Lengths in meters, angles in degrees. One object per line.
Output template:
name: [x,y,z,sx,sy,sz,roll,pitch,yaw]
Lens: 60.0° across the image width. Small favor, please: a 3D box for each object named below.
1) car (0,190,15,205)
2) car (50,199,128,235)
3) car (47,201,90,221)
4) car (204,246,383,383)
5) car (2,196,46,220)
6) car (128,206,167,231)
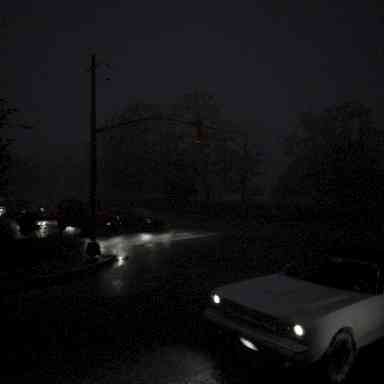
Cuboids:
car: [-26.189,0.754,46.274,2.150,2.045,5.566,1,1,-44]
car: [-6.791,1.509,21.431,2.150,2.045,5.566,1,0,-45]
car: [-11.715,1.681,31.433,1.882,1.535,5.008,1,1,-44]
car: [2.522,1.694,5.657,4.718,1.301,1.895,1,-1,-36]
car: [-14.784,1.510,29.564,2.097,1.767,4.553,1,1,-44]
car: [-3.846,1.799,23.426,1.882,1.535,5.008,1,0,-44]
